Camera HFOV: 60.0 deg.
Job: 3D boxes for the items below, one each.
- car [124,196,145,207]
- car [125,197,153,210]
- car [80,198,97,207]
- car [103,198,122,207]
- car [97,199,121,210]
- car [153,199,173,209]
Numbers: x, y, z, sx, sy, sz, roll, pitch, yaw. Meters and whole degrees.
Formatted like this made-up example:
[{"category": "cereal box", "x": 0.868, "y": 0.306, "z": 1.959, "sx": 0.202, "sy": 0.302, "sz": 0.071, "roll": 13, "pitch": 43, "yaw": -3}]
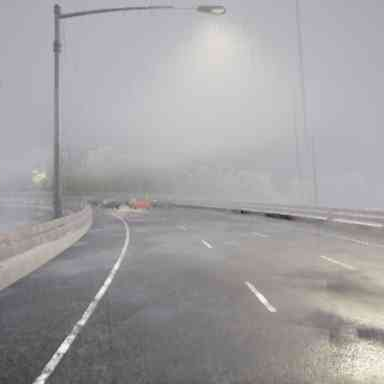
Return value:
[{"category": "car", "x": -10.226, "y": 1.641, "z": 59.093, "sx": 2.097, "sy": 1.767, "sz": 4.553, "roll": 0, "pitch": 0, "yaw": -33}, {"category": "car", "x": -7.571, "y": 1.583, "z": 46.952, "sx": 2.097, "sy": 1.767, "sz": 4.553, "roll": 0, "pitch": 0, "yaw": -24}, {"category": "car", "x": -18.085, "y": 1.836, "z": 58.390, "sx": 1.837, "sy": 1.490, "sz": 4.892, "roll": 0, "pitch": 0, "yaw": -36}, {"category": "car", "x": -14.136, "y": 1.874, "z": 58.761, "sx": 1.994, "sy": 1.385, "sz": 4.181, "roll": 0, "pitch": 0, "yaw": -33}, {"category": "car", "x": -11.788, "y": 1.757, "z": 47.627, "sx": 1.837, "sy": 1.490, "sz": 4.892, "roll": 0, "pitch": -1, "yaw": -26}, {"category": "car", "x": -4.419, "y": 1.705, "z": 48.567, "sx": 2.128, "sy": 1.511, "sz": 4.902, "roll": 0, "pitch": 0, "yaw": -27}]
